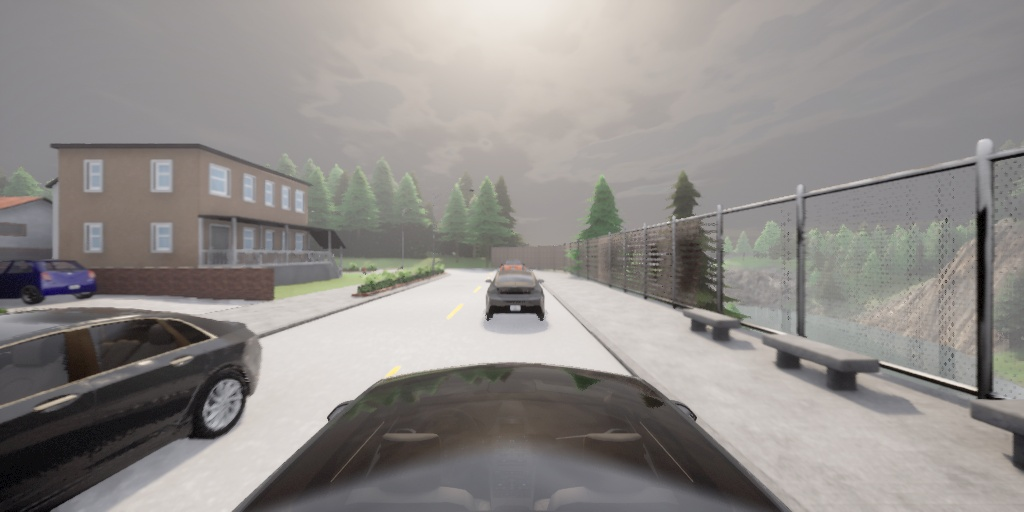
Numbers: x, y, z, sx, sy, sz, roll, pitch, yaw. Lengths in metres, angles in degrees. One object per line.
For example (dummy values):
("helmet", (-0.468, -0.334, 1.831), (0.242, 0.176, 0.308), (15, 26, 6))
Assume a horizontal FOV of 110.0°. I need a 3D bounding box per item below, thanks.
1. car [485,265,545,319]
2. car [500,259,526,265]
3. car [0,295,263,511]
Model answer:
("car", (0.096, 1.238, 12.681), (1.837, 1.490, 4.892), (0, 0, 0))
("car", (0.086, 1.057, 30.740), (2.097, 1.767, 4.553), (0, 0, 0))
("car", (-4.100, 1.253, 2.592), (1.837, 1.490, 4.892), (0, 0, 0))
